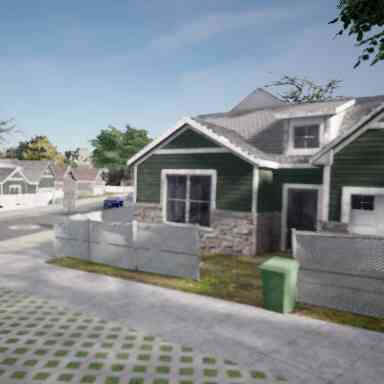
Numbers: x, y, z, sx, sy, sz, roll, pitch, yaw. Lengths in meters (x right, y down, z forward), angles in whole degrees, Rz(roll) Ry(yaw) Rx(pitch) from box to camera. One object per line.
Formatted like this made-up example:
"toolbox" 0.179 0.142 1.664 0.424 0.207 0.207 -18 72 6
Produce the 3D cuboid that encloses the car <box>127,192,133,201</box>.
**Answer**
"car" -10.701 0.794 60.936 2.097 1.767 4.553 2 1 -1

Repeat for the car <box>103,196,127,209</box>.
"car" -10.082 1.297 42.975 1.882 1.535 5.008 2 1 -2
